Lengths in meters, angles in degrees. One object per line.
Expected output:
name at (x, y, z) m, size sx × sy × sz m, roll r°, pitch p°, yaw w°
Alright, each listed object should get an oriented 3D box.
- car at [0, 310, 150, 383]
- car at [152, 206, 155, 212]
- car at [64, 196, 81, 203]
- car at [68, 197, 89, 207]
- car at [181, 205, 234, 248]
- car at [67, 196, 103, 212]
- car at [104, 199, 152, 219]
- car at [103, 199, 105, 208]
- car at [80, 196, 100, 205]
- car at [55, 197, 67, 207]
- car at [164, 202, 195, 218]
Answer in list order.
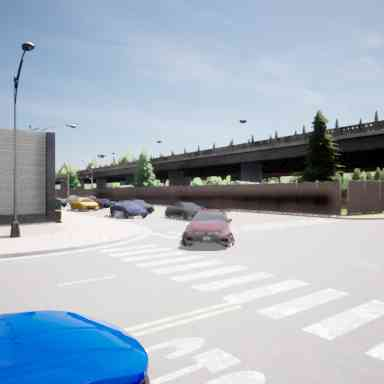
car at (-2.609, 1.478, 1.913) m, size 5.008 × 1.535 × 1.882 m, roll 0°, pitch 0°, yaw -36°
car at (-5.897, 1.492, 34.832) m, size 2.033 × 1.411 × 5.357 m, roll 0°, pitch 0°, yaw -35°
car at (-23.742, 1.469, 65.957) m, size 1.812 × 1.442 × 4.674 m, roll 0°, pitch 0°, yaw -36°
car at (-17.429, 1.470, 51.082) m, size 1.812 × 1.442 × 4.674 m, roll 0°, pitch 0°, yaw -35°
car at (0.868, 1.523, 15.019) m, size 1.812 × 1.442 × 4.674 m, roll 1°, pitch 0°, yaw 7°
car at (-12.173, 1.422, 37.585) m, size 1.882 × 1.535 × 5.008 m, roll 0°, pitch 0°, yaw -35°
car at (-5.506, 1.470, 28.264) m, size 1.812 × 1.442 × 4.674 m, roll 0°, pitch 0°, yaw -36°
car at (-11.468, 1.545, 42.640) m, size 1.895 × 1.301 × 4.718 m, roll 0°, pitch 0°, yaw -35°
car at (-17.814, 1.422, 57.839) m, size 1.882 × 1.535 × 5.008 m, roll 0°, pitch 0°, yaw -36°
car at (-19.620, 1.492, 48.072) m, size 2.033 × 1.411 × 5.357 m, roll 0°, pitch 0°, yaw -35°
car at (-0.531, 1.508, 27.316) m, size 1.994 × 1.385 × 4.181 m, roll 0°, pitch 0°, yaw -36°
